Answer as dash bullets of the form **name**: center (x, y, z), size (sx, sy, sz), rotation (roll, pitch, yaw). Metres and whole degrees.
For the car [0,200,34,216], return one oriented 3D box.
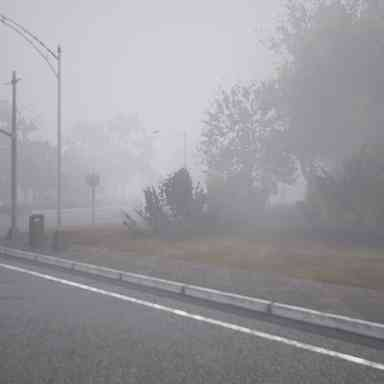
- **car**: center (-16.887, 1.487, 30.357), size (1.812, 1.442, 4.674), rotation (0, 0, 32)
